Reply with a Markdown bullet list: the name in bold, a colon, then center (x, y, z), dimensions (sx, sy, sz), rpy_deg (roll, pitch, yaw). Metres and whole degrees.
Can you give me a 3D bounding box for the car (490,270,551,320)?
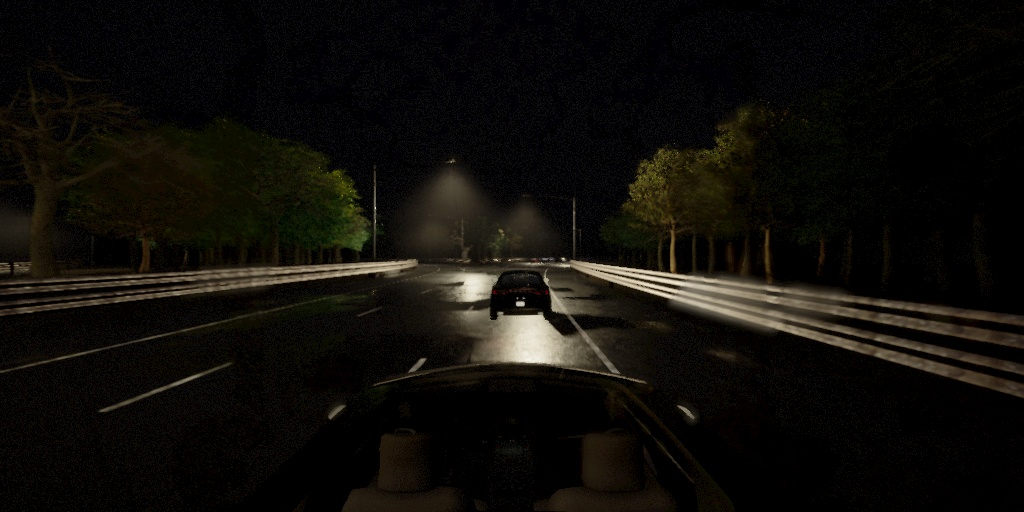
- **car**: center (0.311, 1.224, 12.755), dimensions (1.882, 1.535, 5.008), rpy_deg (0, 0, 2)
